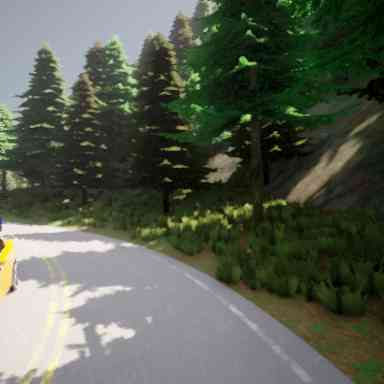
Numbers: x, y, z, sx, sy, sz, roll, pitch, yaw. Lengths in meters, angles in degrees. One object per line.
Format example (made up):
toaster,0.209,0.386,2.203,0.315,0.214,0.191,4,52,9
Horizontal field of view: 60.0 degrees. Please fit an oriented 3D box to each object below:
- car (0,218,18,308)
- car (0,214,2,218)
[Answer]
car,-4.372,1.521,5.925,1.882,1.535,5.008,0,1,-22
car,-10.758,0.955,14.997,5.566,2.045,2.150,3,0,35
